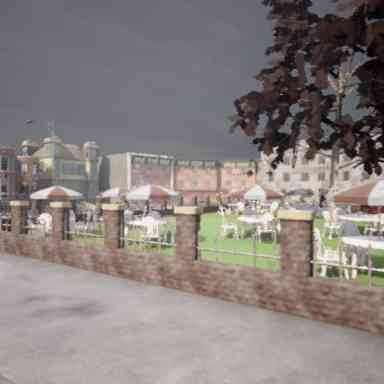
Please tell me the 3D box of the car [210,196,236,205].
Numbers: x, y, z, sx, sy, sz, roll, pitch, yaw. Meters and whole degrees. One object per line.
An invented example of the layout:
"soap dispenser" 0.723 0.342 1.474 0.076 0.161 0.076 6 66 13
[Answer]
"car" 5.143 1.406 51.995 5.008 1.535 1.882 0 0 -10
